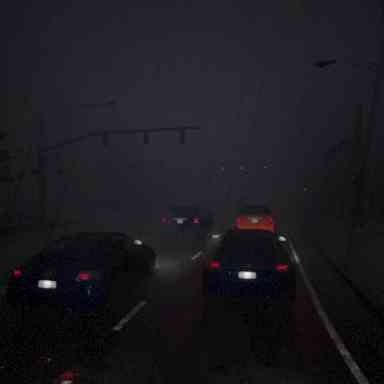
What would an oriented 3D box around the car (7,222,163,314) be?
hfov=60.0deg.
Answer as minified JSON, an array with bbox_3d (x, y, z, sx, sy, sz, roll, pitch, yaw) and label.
[{"bbox_3d":[-2.234,1.604,7.831,1.994,1.385,4.181,0,0,9],"label":"car"}]

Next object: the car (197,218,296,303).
[{"bbox_3d":[1.447,1.613,8.496,1.994,1.385,4.181,0,0,10],"label":"car"}]

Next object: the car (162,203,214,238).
[{"bbox_3d":[-0.122,1.452,18.076,2.097,1.767,4.553,0,0,12],"label":"car"}]

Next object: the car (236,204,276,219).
[{"bbox_3d":[3.601,1.460,18.698,2.097,1.767,4.553,0,0,13],"label":"car"}]
